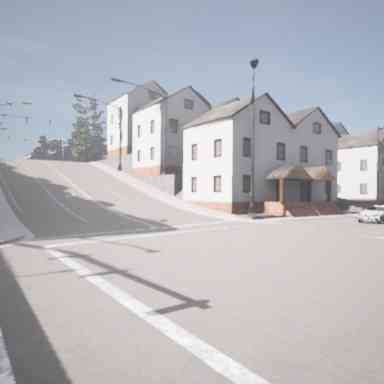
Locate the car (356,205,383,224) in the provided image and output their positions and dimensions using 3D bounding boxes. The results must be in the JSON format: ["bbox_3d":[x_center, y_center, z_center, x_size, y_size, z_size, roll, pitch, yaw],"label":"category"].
[{"bbox_3d":[15.795,1.847,27.884,4.674,1.442,1.812,1,0,-34],"label":"car"}]
